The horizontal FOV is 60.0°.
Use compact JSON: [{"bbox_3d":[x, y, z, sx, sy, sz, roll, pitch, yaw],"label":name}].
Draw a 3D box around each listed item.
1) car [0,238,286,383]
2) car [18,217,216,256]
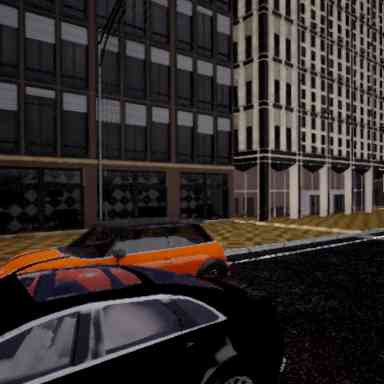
[{"bbox_3d":[-1.310,1.492,2.770,4.902,1.511,2.128,0,0,-36],"label":"car"},{"bbox_3d":[-1.446,1.349,6.674,4.553,1.767,2.097,0,0,-36],"label":"car"}]
